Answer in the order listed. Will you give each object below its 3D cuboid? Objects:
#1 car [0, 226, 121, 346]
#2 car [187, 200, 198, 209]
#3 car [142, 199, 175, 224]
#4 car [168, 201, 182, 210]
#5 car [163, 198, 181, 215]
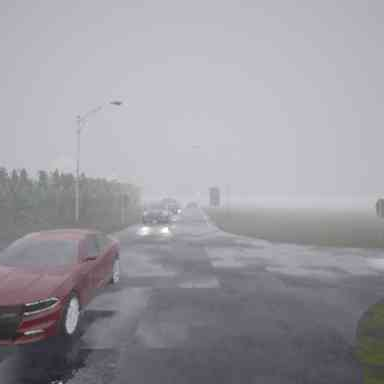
[{"bbox_3d":[-2.833,1.553,6.955,1.882,1.535,5.008,1,0,0],"label":"car"},{"bbox_3d":[0.082,2.329,62.139,1.837,1.490,4.892,0,-1,0],"label":"car"},{"bbox_3d":[-2.875,1.726,28.012,2.097,1.767,4.553,0,-1,0],"label":"car"},{"bbox_3d":[-2.832,2.304,55.782,1.994,1.385,4.181,0,-1,0],"label":"car"},{"bbox_3d":[-2.860,1.770,41.466,2.150,2.045,5.566,0,0,0],"label":"car"}]
